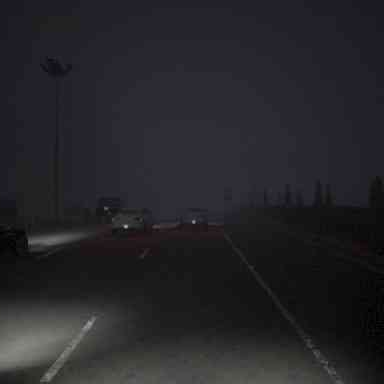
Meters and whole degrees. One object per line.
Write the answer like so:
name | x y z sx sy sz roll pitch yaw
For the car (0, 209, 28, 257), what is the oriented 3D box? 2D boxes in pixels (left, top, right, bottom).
car | -6.899 1.507 10.197 2.128 1.511 4.902 0 0 0

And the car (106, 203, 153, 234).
car | -3.400 1.566 19.438 1.812 1.442 4.674 0 -1 0

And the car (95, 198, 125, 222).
car | -6.897 1.564 29.355 2.150 2.045 5.566 0 -3 0

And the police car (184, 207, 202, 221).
police car | 0.103 2.677 40.388 2.038 1.542 4.974 0 -5 0

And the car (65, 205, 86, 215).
car | -13.997 2.356 40.729 1.837 1.490 4.892 0 -6 0

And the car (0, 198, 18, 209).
car | -17.502 1.559 29.214 2.150 2.045 5.566 0 -3 0

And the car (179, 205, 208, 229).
car | 0.102 1.611 22.251 1.812 1.442 4.674 0 -1 0
